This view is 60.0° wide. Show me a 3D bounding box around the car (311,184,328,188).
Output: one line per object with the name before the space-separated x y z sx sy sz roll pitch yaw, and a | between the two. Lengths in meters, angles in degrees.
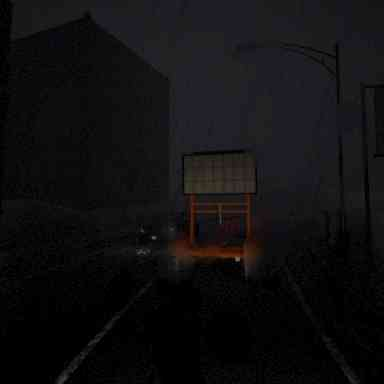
car | 29.400 -1.110 79.388 4.792 1.488 2.163 2 -5 -27

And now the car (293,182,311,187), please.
car | 24.321 -1.479 76.761 4.553 1.767 2.185 2 -5 -26

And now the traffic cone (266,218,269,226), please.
traffic cone | 5.169 2.063 22.988 0.340 0.580 0.340 -2 -1 16

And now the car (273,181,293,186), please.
car | 19.364 -1.551 74.320 5.008 1.535 2.097 2 -5 -25

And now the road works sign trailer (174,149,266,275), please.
road works sign trailer | 0.921 0.487 10.660 2.380 3.560 2.880 -1 0 17

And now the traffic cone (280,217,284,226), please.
traffic cone | 6.121 2.032 22.700 0.340 0.580 0.340 -2 -1 17

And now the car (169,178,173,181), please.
car | -5.942 -2.458 63.455 4.553 1.767 2.185 1 -5 -23

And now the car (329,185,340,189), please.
car | 34.244 -0.886 82.024 4.674 1.452 2.002 3 -5 -29

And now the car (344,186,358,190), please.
car | 38.945 -0.704 84.718 4.892 1.521 2.231 3 -5 -30

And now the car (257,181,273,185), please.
car | 14.334 -1.700 71.983 4.674 1.452 2.002 2 -5 -24

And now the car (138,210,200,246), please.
car | -0.931 1.644 16.077 1.812 1.442 4.674 -1 -1 17
